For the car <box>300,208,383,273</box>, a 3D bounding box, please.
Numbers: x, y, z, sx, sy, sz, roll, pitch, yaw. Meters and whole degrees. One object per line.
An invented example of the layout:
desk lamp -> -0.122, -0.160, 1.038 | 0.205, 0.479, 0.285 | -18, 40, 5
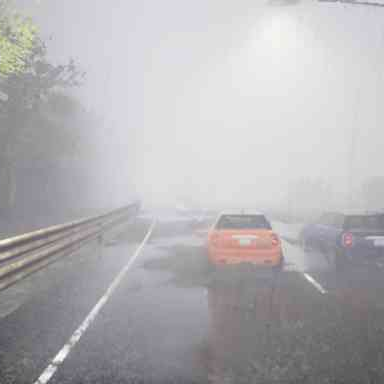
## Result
car -> 5.041, 1.345, 10.799 | 2.097, 1.767, 4.553 | 0, 0, 4

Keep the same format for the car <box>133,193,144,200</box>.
car -> -14.655, 1.454, 94.403 | 1.812, 1.442, 4.674 | 0, 0, -18

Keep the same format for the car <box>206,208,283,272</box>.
car -> 1.550, 1.349, 11.029 | 2.097, 1.767, 4.553 | 0, 0, 4
